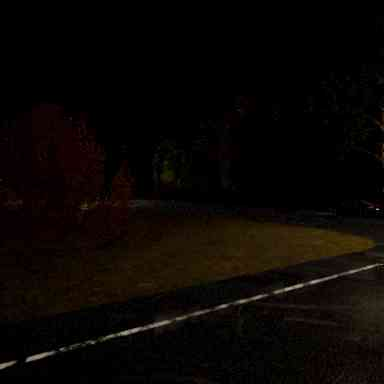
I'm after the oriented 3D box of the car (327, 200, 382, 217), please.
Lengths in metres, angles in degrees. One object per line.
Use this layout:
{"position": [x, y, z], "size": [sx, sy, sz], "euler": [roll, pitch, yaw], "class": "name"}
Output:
{"position": [13.612, 1.324, 28.116], "size": [1.994, 1.385, 4.181], "euler": [0, 1, -34], "class": "car"}
